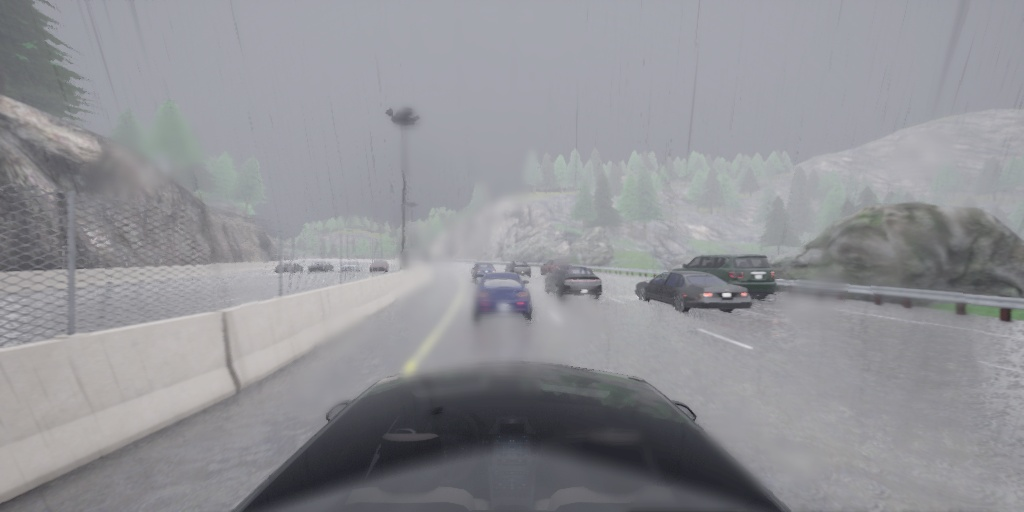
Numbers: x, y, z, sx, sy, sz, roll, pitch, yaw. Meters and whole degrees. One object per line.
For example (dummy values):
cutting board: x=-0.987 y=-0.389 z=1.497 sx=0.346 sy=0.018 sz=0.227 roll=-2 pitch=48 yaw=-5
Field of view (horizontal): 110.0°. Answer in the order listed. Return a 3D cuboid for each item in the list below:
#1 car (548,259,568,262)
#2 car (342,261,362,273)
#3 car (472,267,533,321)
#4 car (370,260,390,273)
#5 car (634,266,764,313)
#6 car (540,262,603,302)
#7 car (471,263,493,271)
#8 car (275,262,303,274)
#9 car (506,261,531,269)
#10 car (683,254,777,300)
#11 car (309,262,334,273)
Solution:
car: x=4.133 y=1.088 z=33.891 sx=2.097 sy=1.767 sz=4.553 roll=0 pitch=0 yaw=-9
car: x=-19.776 y=1.316 z=44.294 sx=1.812 sy=1.442 sz=4.674 roll=0 pitch=0 yaw=-15
car: x=-0.355 y=1.275 z=12.370 sx=1.812 sy=1.442 sz=4.674 roll=0 pitch=0 yaw=-3
car: x=-16.014 y=1.260 z=43.722 sx=1.882 sy=1.535 sz=5.008 roll=0 pitch=0 yaw=-14
car: x=6.605 y=1.280 z=13.815 sx=2.033 sy=1.411 sz=5.357 roll=0 pitch=0 yaw=-4
car: x=2.807 y=1.233 z=17.086 sx=2.128 sy=1.511 sz=4.902 roll=0 pitch=0 yaw=-5
car: x=-2.446 y=1.299 z=31.091 sx=2.033 sy=1.411 sz=5.357 roll=0 pitch=0 yaw=-10
car: x=-26.655 y=1.372 z=42.917 sx=1.994 sy=1.385 sz=4.181 roll=0 pitch=0 yaw=-15
car: x=0.544 y=1.236 z=34.150 sx=2.128 sy=1.511 sz=4.902 roll=0 pitch=0 yaw=-10
car: x=9.833 y=0.946 z=17.285 sx=2.150 sy=2.045 sz=5.566 roll=0 pitch=0 yaw=-5
car: x=-23.266 y=1.400 z=43.864 sx=1.895 sy=1.301 sz=4.718 roll=0 pitch=0 yaw=-15
